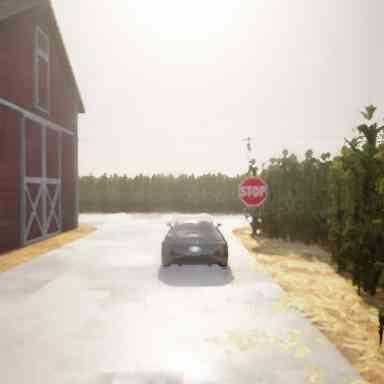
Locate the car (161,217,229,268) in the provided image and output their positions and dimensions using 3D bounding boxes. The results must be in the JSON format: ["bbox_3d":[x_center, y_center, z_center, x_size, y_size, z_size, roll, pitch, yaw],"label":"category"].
[{"bbox_3d":[0.077,1.503,11.062,1.994,1.385,4.181,0,1,0],"label":"car"}]
